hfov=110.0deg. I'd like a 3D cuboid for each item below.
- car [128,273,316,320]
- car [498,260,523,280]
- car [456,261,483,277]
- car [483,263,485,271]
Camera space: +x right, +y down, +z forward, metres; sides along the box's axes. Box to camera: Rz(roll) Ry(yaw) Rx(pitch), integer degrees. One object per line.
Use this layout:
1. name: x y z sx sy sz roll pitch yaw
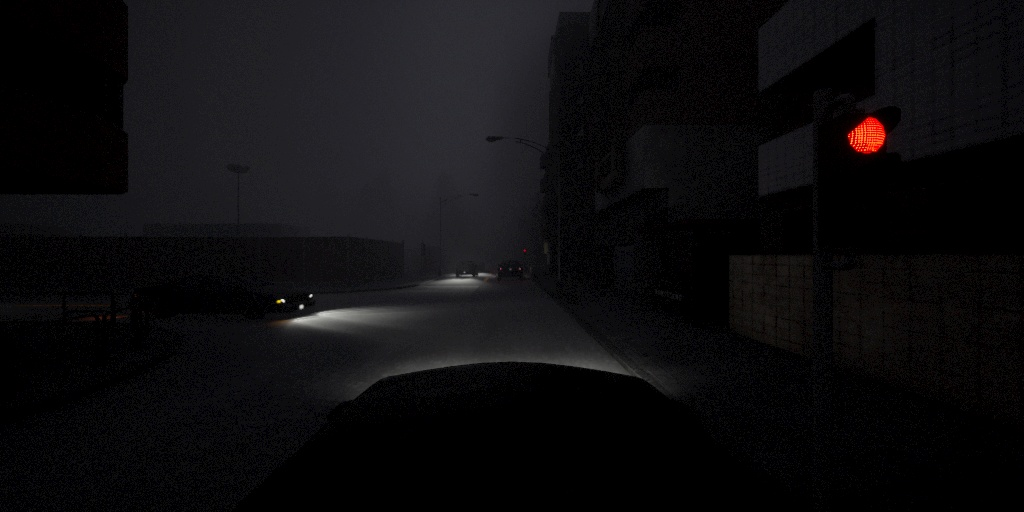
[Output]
1. car: -9.627 1.297 12.074 5.357 1.411 2.033 0 0 4
2. car: -0.157 1.102 31.687 2.097 1.767 4.553 0 0 -1
3. car: -4.409 1.241 35.652 2.128 1.511 4.902 0 0 0
4. car: -4.476 1.351 45.766 1.895 1.301 4.718 0 0 0
